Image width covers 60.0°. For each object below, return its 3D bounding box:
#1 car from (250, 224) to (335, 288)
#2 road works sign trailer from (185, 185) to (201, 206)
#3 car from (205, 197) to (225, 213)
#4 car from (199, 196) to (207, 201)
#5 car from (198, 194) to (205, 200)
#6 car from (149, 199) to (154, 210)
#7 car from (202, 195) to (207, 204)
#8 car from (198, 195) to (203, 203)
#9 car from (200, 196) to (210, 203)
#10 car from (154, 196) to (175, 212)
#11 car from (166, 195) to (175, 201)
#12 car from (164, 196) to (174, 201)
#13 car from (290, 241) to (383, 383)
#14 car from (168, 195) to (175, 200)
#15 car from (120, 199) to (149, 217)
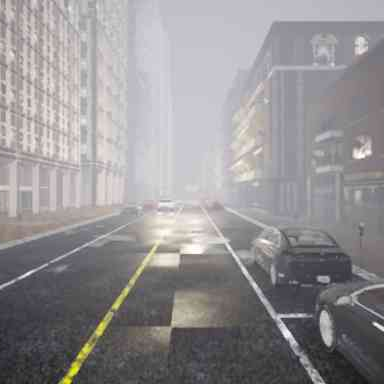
[{"bbox_3d":[2.695,1.551,9.006,2.008,1.369,4.403,0,0,0],"label":"car"},{"bbox_3d":[0.017,0.483,55.556,2.380,3.560,2.880,0,0,0],"label":"road works sign trailer"},{"bbox_3d":[2.702,1.590,37.250,1.802,1.307,4.206,0,0,0],"label":"car"},{"bbox_3d":[2.716,1.592,82.438,2.008,1.369,4.403,0,0,0],"label":"car"},{"bbox_3d":[2.719,1.496,93.735,1.967,1.590,4.097,0,0,0],"label":"car"},{"bbox_3d":[-5.676,1.556,42.901,1.887,1.381,4.507,0,0,0],"label":"car"},{"bbox_3d":[2.704,1.451,42.898,1.967,1.590,4.097,0,0,0],"label":"car"},{"bbox_3d":[2.711,1.551,65.662,1.752,1.417,4.829,0,0,0],"label":"car"},{"bbox_3d":[2.713,1.596,71.141,1.947,1.339,4.313,0,0,0],"label":"car"},{"bbox_3d":[-3.077,1.535,39.337,1.812,1.442,4.674,0,0,0],"label":"car"},{"bbox_3d":[-5.664,1.489,88.089,1.967,1.590,4.097,0,0,0],"label":"car"},{"bbox_3d":[-5.665,1.593,82.440,2.008,1.369,4.403,0,0,0],"label":"car"},{"bbox_3d":[2.692,1.551,3.358,2.008,1.369,4.403,0,0,0],"label":"car"},{"bbox_3d":[-5.662,1.581,93.567,1.752,1.417,4.829,0,0,0],"label":"car"},{"bbox_3d":[-5.679,1.557,31.603,2.008,1.369,4.403,0,0,0],"label":"car"}]
